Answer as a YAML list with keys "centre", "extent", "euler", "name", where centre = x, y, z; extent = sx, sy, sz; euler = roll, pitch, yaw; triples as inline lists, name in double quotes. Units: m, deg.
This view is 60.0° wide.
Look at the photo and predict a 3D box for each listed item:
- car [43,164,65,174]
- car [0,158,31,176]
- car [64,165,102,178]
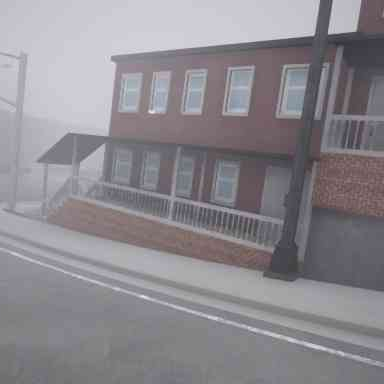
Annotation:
- centre: [-16.254, -2.948, 41.969]
  extent: [1.895, 1.301, 4.718]
  euler: [11, 7, 36]
  name: "car"
- centre: [-18.593, -2.391, 32.807]
  extent: [1.895, 1.301, 4.718]
  euler: [11, 6, 34]
  name: "car"
- centre: [-12.718, -2.385, 40.969]
  extent: [1.895, 1.301, 4.718]
  euler: [11, 7, 35]
  name: "car"
